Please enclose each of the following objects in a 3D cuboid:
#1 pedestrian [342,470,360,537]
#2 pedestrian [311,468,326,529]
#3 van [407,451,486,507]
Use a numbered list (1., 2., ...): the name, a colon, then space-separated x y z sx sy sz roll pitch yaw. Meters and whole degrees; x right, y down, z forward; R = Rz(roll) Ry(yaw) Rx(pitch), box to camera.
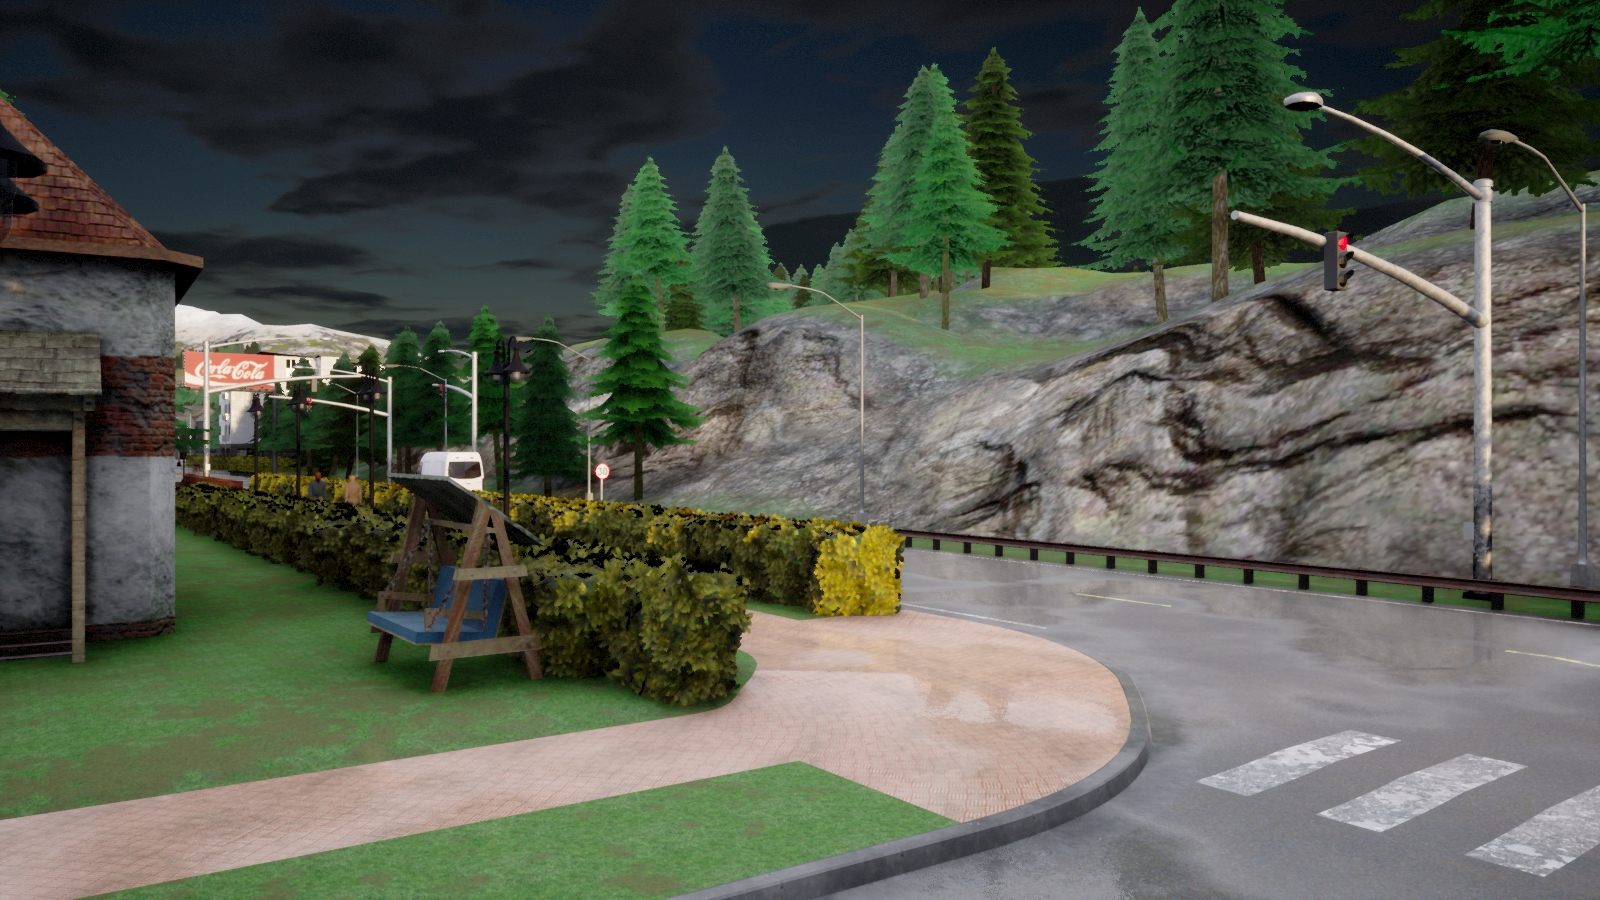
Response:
1. pedestrian: -12.668 1.500 32.247 0.375 1.860 0.375 0 0 -37
2. pedestrian: -14.956 1.501 35.491 0.375 1.860 0.375 0 0 -34
3. van: -17.321 1.338 55.782 1.988 2.561 5.915 0 0 -35
